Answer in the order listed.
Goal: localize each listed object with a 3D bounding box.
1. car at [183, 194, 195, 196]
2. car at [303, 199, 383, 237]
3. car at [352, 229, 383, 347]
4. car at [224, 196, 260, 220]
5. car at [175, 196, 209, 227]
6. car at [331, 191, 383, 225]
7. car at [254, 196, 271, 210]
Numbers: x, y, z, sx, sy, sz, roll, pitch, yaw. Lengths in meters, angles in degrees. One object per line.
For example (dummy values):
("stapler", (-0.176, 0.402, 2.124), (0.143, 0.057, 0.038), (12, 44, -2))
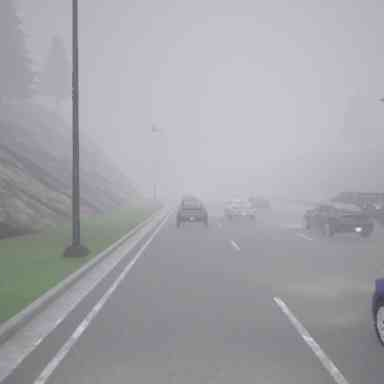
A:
("car", (-0.348, 0.986, 40.048), (1.882, 1.535, 5.008), (0, 1, -3))
("car", (7.024, 1.299, 16.467), (1.837, 1.490, 4.892), (0, 1, 0))
("car", (3.581, 1.439, 2.893), (1.882, 1.535, 5.008), (0, 1, 0))
("car", (3.469, 1.219, 24.770), (1.812, 1.442, 4.674), (0, 1, 0))
("car", (0.003, 1.238, 20.694), (2.128, 1.511, 4.902), (0, 1, 0))
("car", (10.500, 0.953, 21.465), (2.150, 2.045, 5.566), (0, 1, 0))
("car", (6.878, 1.113, 35.163), (2.033, 1.411, 5.357), (0, 1, -1))
